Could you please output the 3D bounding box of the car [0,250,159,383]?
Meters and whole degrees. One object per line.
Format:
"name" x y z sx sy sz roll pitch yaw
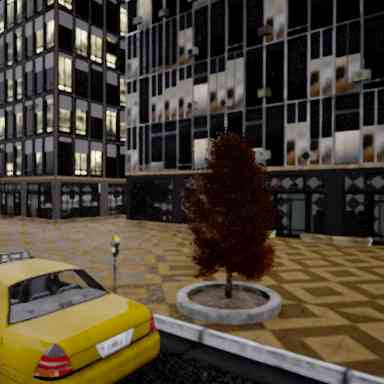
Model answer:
"car" -2.669 1.521 4.774 4.829 1.417 1.752 0 0 36
